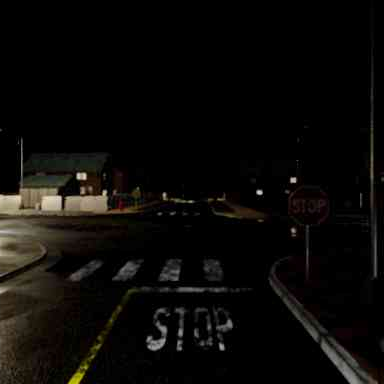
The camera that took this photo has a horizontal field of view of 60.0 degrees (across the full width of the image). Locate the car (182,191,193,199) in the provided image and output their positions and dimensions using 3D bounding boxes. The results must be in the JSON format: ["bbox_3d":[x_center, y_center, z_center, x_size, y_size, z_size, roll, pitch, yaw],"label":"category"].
[{"bbox_3d":[-0.959,0.655,73.779,2.097,1.767,4.553,0,0,2],"label":"car"}]
